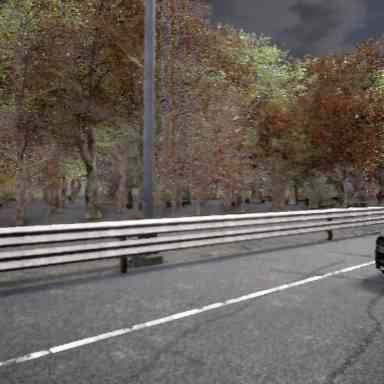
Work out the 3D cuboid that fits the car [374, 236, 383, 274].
[{"bbox_3d":[6.893,1.445,9.085,5.008,1.535,1.882,0,1,-37],"label":"car"}]
